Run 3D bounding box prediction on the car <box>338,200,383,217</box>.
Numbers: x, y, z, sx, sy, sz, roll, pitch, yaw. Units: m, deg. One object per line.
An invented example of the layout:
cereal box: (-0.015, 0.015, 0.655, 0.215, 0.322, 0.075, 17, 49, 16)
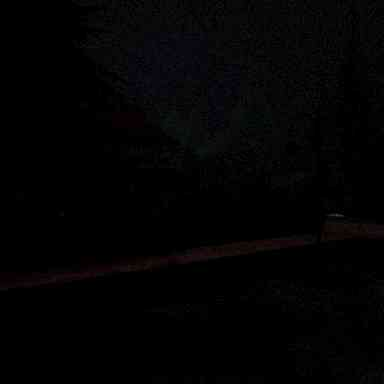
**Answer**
car: (14.895, 1.381, 27.269, 2.033, 1.411, 5.357, 0, 0, -40)
